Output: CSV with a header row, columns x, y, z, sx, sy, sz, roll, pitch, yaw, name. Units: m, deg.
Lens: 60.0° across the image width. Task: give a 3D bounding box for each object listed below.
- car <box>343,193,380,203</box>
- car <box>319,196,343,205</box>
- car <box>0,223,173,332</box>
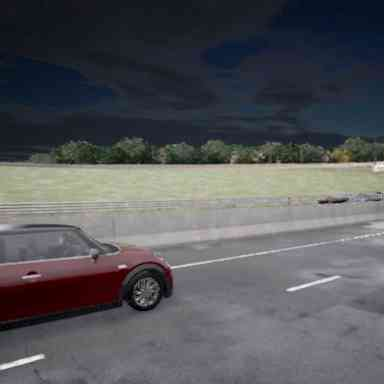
x,y,z,sx,sy,sz,roll,pitch,yaw,name
20.974,0.948,40.477,4.553,1.767,2.097,-1,1,-35,car
18.494,1.209,43.011,4.718,1.301,1.895,-1,1,-35,car
-2.581,1.358,6.206,4.553,1.767,2.097,0,0,-36,car
